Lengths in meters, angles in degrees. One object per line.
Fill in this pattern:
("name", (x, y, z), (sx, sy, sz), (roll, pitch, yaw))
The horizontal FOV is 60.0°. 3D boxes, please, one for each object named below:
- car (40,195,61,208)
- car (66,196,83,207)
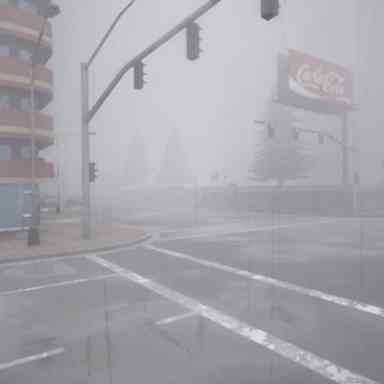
("car", (-19.717, 1.218, 46.174), (2.097, 1.767, 4.553), (-1, 1, -36))
("car", (-16.679, 1.329, 47.943), (1.837, 1.490, 4.892), (-1, 0, -36))
